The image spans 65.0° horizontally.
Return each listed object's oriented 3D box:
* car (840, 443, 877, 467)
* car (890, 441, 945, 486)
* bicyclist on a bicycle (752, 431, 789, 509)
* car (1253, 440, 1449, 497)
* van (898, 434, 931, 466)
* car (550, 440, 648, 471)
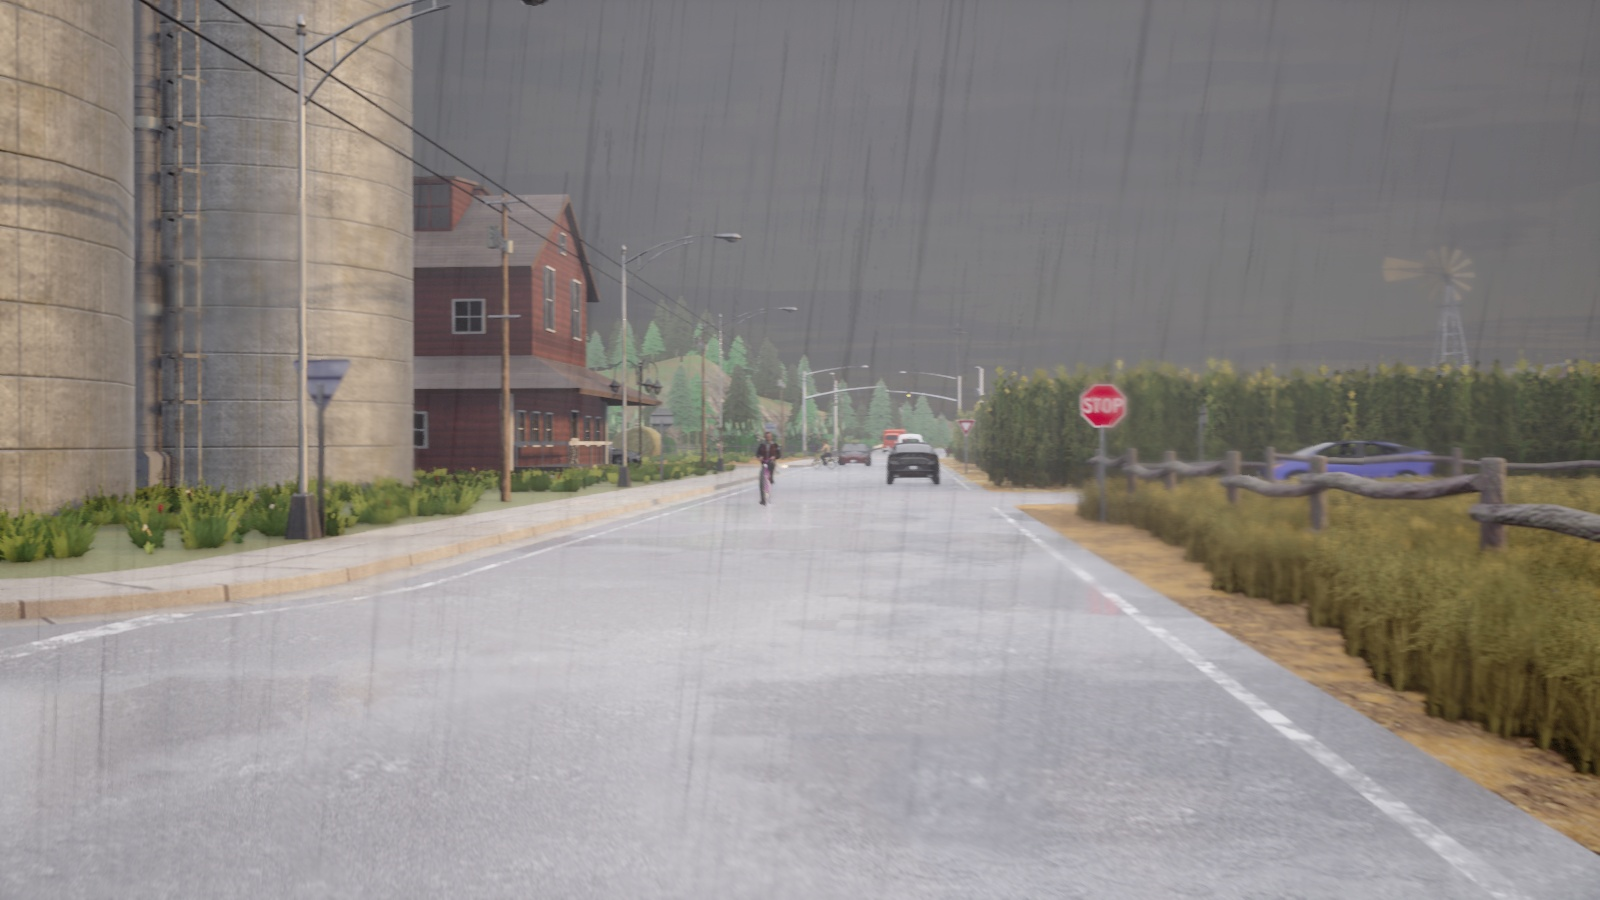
[{"bbox_3d":[3.787,0.280,80.080,2.163,1.488,4.792,0,0,5],"label":"car"},{"bbox_3d":[4.288,0.455,45.935,1.882,1.535,5.008,0,0,5],"label":"car"},{"bbox_3d":[-0.679,0.447,29.457,0.659,1.776,1.843,0,0,5],"label":"bicyclist on a bicycle"},{"bbox_3d":[15.036,0.482,34.462,4.514,1.525,2.007,0,0,5],"label":"car"},{"bbox_3d":[7.541,-0.015,82.787,2.069,2.038,4.480,0,0,5],"label":"van"},{"bbox_3d":[-10.727,0.269,67.372,4.856,1.649,2.033,0,0,4],"label":"car"}]
